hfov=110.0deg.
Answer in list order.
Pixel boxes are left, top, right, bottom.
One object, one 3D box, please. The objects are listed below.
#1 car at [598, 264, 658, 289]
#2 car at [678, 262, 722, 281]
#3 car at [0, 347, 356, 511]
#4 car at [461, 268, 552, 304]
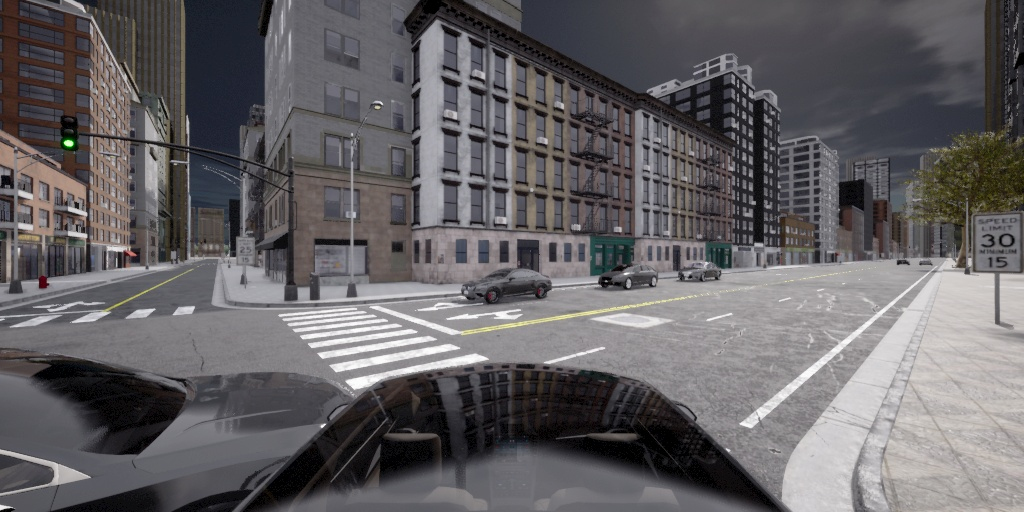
[{"bbox_3d":[7.513,1.257,22.957,4.892,1.490,1.837,0,0,-39],"label":"car"},{"bbox_3d":[15.484,1.234,29.476,4.902,1.511,2.128,0,0,-39],"label":"car"},{"bbox_3d":[-3.233,1.257,1.695,4.892,1.490,1.837,0,0,-35],"label":"car"},{"bbox_3d":[-0.140,1.286,16.686,4.674,1.442,1.812,0,0,-39],"label":"car"}]
